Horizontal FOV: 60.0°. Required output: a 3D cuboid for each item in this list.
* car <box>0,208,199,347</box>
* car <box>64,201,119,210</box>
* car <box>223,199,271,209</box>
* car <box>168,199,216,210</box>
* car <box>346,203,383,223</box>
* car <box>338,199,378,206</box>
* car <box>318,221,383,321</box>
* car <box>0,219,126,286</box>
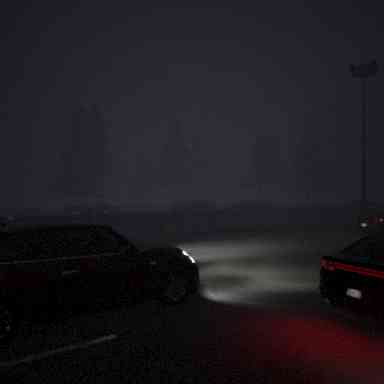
[{"bbox_3d":[-2.060,1.338,6.426,4.553,1.767,2.097,0,0,-35],"label":"car"},{"bbox_3d":[-9.403,1.537,31.084,4.718,1.301,1.895,0,0,-31],"label":"car"},{"bbox_3d":[5.123,1.451,31.160,4.902,1.511,2.128,0,0,-27],"label":"car"},{"bbox_3d":[-0.007,1.441,32.421,4.902,1.511,2.128,0,0,-28],"label":"car"},{"bbox_3d":[10.897,1.514,18.184,4.674,1.442,1.812,0,0,-27],"label":"car"},{"bbox_3d":[16.394,1.466,32.541,4.902,1.511,2.128,0,0,-22],"label":"car"},{"bbox_3d":[4.692,1.474,6.660,5.008,1.535,1.882,0,0,-32],"label":"car"},{"bbox_3d":[-4.400,1.579,9.107,4.718,1.301,1.895,0,0,-35],"label":"car"}]
